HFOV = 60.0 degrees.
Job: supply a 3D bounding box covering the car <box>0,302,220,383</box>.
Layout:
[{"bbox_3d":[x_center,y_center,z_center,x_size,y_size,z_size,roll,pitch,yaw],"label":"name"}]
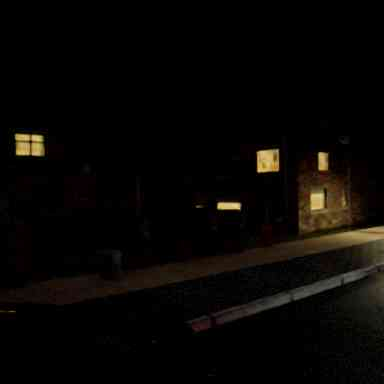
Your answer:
[{"bbox_3d":[-1.902,1.533,1.802,4.674,1.442,1.812,0,0,-36],"label":"car"}]
